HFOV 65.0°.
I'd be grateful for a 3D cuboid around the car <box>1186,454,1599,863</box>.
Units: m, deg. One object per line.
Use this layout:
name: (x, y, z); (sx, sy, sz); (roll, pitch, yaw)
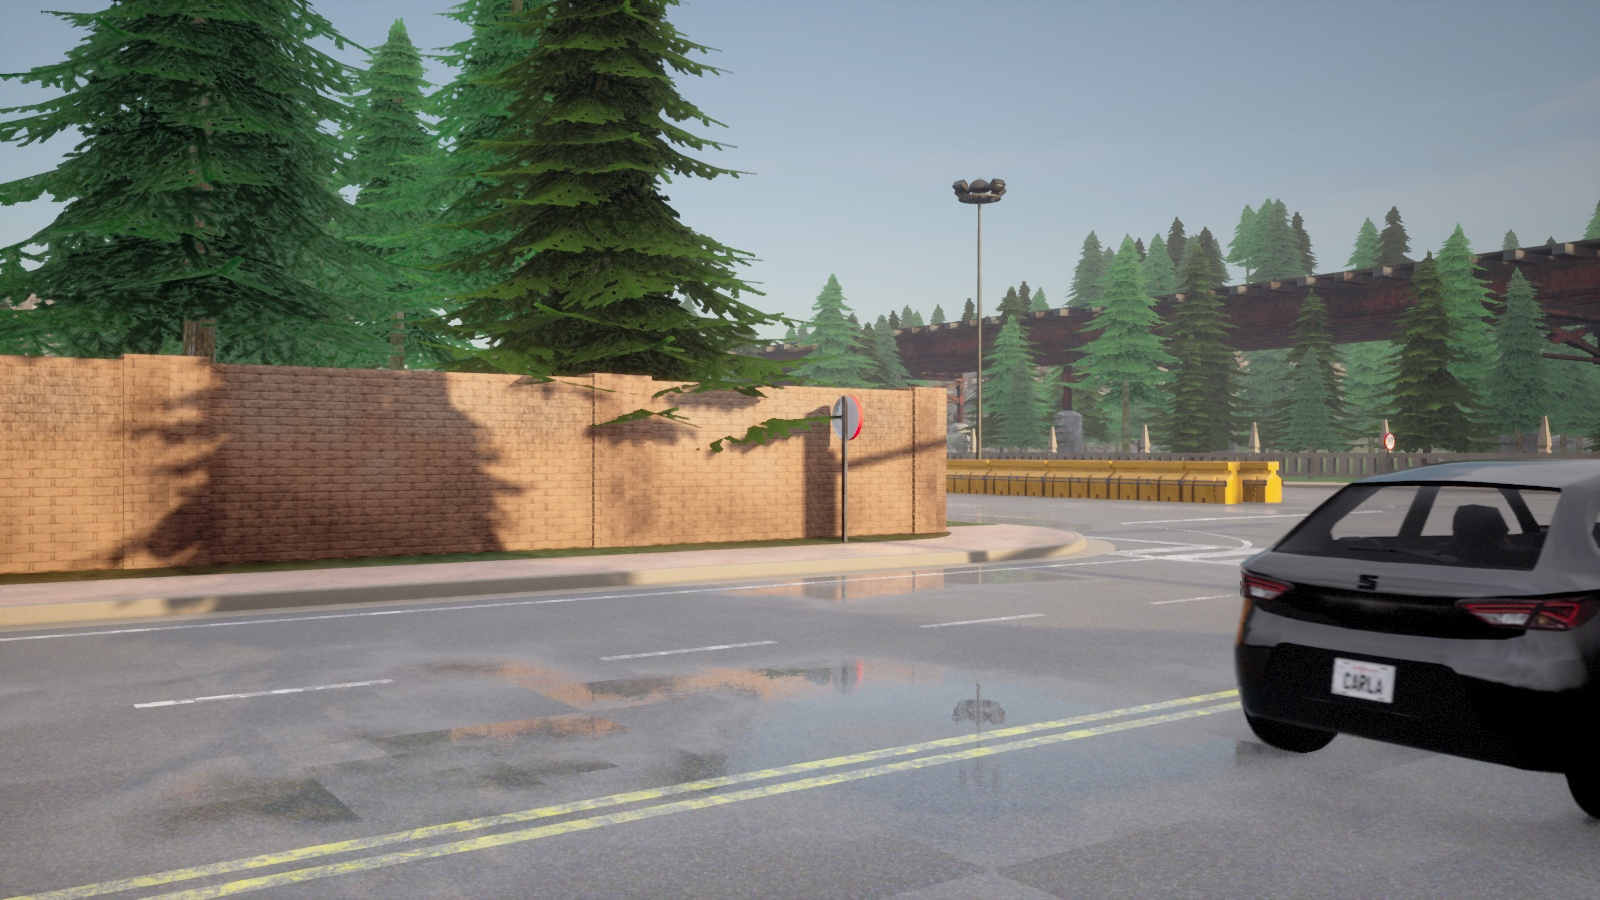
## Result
car: (4.105, 0.766, 6.518); (4.193, 1.474, 1.816); (0, 0, -35)
